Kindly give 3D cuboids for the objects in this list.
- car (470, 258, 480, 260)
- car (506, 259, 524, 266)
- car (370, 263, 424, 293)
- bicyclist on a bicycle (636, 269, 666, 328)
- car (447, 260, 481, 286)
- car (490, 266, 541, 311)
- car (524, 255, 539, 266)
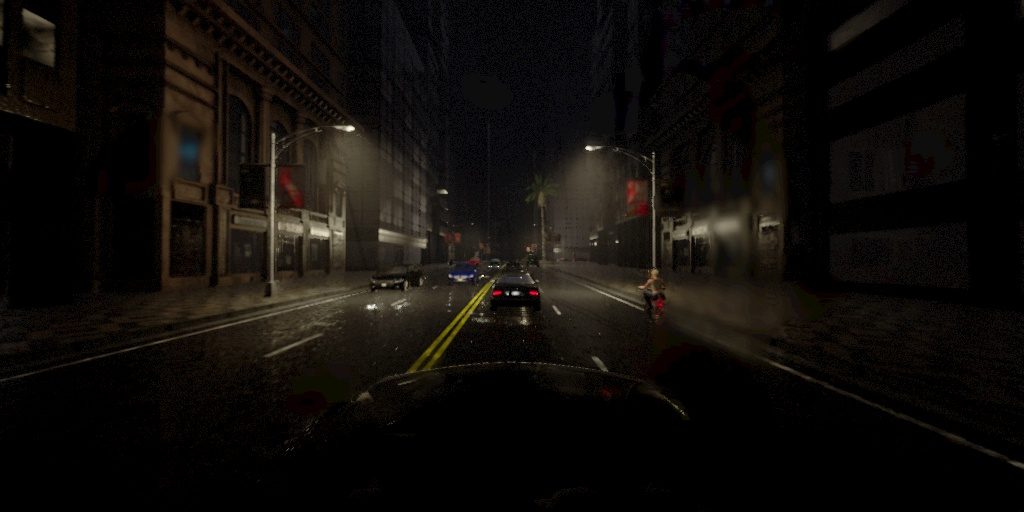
[{"bbox_3d":[-6.411,1.089,62.209,1.882,1.535,5.008,0,0,1],"label":"car"},{"bbox_3d":[0.193,1.147,49.227,2.128,1.511,4.902,0,0,0],"label":"car"},{"bbox_3d":[-6.563,1.202,20.888,1.882,1.535,5.008,0,0,0],"label":"car"},{"bbox_3d":[4.141,1.194,10.495,0.866,1.612,1.509,0,0,1],"label":"bicyclist on a bicycle"},{"bbox_3d":[-3.304,1.248,25.241,1.812,1.442,4.674,0,0,0],"label":"car"},{"bbox_3d":[0.123,1.294,14.481,2.033,1.411,5.357,0,0,0],"label":"car"},{"bbox_3d":[3.469,0.850,62.787,2.150,2.045,5.566,0,0,0],"label":"car"}]
